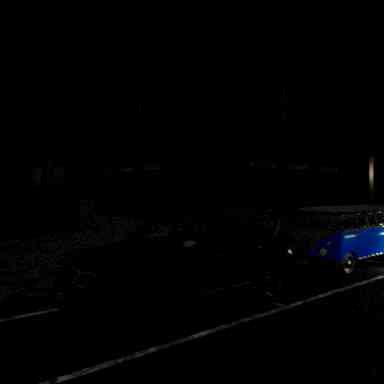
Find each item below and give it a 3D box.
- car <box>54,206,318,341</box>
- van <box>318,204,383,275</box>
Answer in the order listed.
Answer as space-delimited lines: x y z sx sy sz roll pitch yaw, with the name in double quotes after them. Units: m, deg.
0.000 1.290 6.652 5.009 1.841 2.192 0 0 -36 "car"
4.588 1.280 9.926 3.998 1.788 1.690 0 0 -36 "van"
